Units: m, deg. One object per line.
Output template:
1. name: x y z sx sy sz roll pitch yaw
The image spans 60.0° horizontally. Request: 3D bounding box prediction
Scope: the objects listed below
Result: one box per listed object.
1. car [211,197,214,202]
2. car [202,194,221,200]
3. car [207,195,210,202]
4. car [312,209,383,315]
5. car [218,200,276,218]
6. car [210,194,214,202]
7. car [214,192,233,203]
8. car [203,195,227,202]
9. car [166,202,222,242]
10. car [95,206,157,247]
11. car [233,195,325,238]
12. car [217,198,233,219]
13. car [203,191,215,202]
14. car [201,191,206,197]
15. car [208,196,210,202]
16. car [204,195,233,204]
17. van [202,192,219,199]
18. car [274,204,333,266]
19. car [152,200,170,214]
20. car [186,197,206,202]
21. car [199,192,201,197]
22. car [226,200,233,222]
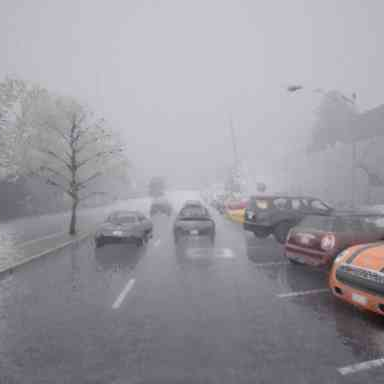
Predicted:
1. car: 5.093 1.552 36.735 5.008 1.535 2.097 1 -1 -20
2. car: 5.136 1.308 87.781 4.674 1.452 2.002 1 0 -20
3. car: 5.135 1.614 48.760 4.792 1.488 2.163 1 0 -20
4. car: 5.109 1.349 6.733 4.553 1.767 2.185 1 0 -20
5. car: 5.069 1.550 30.718 4.792 1.488 2.163 1 0 -20
6. car: 5.137 1.451 42.746 4.553 1.767 2.185 1 0 -20
7. car: 5.072 1.256 27.716 5.566 2.045 2.435 1 0 -20
8. car: 5.103 1.460 72.757 4.792 1.488 2.163 1 1 -20
9. car: 0.105 1.479 16.328 2.128 1.511 4.902 0 0 0
10. car: -2.899 1.551 14.939 1.994 1.385 4.181 0 0 0
11. car: 5.110 1.222 15.746 5.566 2.045 2.435 1 0 -20
12. car: 4.916 1.489 24.663 5.366 1.575 1.946 1 0 -20
13. car: 5.140 1.331 51.759 5.566 2.045 2.435 1 0 -20
14. car: 5.096 1.294 60.739 5.566 2.045 2.435 1 1 -20
15. car: 5.109 1.626 45.735 4.674 1.452 2.002 1 0 -20
16. car: 5.296 1.491 66.833 5.366 1.575 1.946 1 0 -20
17. van: 5.257 0.979 93.785 4.442 1.987 1.878 1 0 -20
18. car: 5.049 1.345 9.719 4.553 1.767 2.185 1 0 -20
19. car: -2.881 1.546 31.878 1.837 1.490 4.892 0 0 0
20. car: 0.119 1.545 31.831 1.837 1.490 4.892 0 0 0
21. car: 5.112 1.330 84.762 4.792 1.488 2.163 1 1 -20
22. car: 5.261 1.486 21.797 5.366 1.575 1.946 1 0 -20
